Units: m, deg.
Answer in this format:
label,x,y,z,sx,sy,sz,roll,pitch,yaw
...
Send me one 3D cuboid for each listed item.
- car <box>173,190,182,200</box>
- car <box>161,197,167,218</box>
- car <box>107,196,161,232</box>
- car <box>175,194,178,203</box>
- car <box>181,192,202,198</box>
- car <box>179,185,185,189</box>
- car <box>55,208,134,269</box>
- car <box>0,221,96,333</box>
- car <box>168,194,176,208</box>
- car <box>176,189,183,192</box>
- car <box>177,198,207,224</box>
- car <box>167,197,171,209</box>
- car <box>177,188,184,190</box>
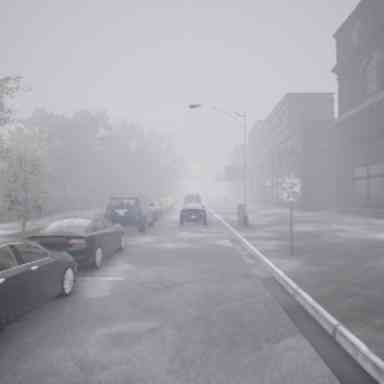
label,x,y,z,sx,sy,sz,roll,pitch,yaw
car,-3.650,1.148,64.259,2.185,1.767,4.553,2,2,2
car,-3.663,1.396,28.013,2.185,1.767,4.553,0,0,2
car,-3.658,1.259,20.360,2.435,2.045,5.566,0,0,2
car,-3.669,1.533,51.002,2.002,1.452,4.674,0,0,2
car,0.085,1.255,42.944,2.150,2.045,5.566,0,0,0
car,-3.686,-0.126,92.123,2.185,1.767,4.553,0,3,2
car,-3.655,1.519,11.406,2.097,1.535,5.008,0,0,2
car,-3.654,1.528,5.865,2.231,1.521,4.892,0,-1,2
car,-3.660,1.507,44.865,1.946,1.575,5.366,0,1,2
car,-3.657,0.884,75.277,1.946,1.575,5.366,1,2,2
car,0.093,1.511,24.873,1.882,1.535,5.008,0,0,0
car,-3.674,1.577,33.617,2.163,1.488,4.792,-1,0,2
car,-3.662,0.636,81.011,2.231,1.521,4.892,1,3,2
